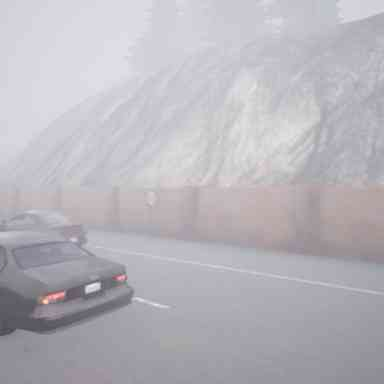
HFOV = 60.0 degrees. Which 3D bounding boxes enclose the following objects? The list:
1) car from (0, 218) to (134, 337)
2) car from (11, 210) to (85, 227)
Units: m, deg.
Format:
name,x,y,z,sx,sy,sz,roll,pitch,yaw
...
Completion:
name,x,y,z,sx,sy,sz,roll,pitch,yaw
car,-3.557,1.484,6.531,5.357,1.411,2.033,1,0,35
car,-5.834,1.411,12.453,4.674,1.442,1.812,1,0,36
